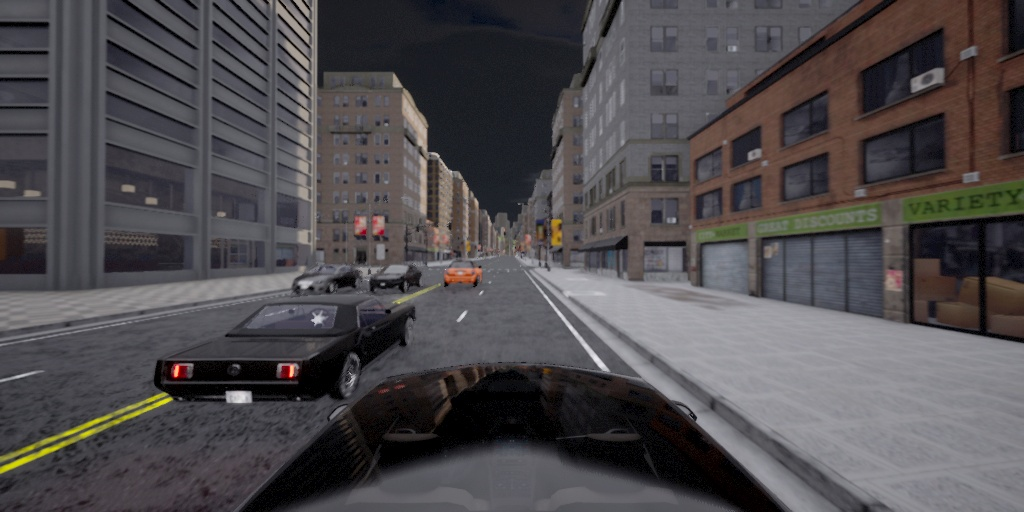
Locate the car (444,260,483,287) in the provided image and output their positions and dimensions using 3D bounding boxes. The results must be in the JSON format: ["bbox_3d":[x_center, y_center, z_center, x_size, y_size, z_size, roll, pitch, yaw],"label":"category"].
[{"bbox_3d":[-3.154,1.045,23.960,2.097,1.767,4.553,0,0,0],"label":"car"}]

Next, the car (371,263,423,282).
[{"bbox_3d":[-6.571,1.179,20.795,1.882,1.535,5.008,0,0,0],"label":"car"}]

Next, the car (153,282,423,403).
[{"bbox_3d":[-3.150,1.340,6.365,1.895,1.301,4.718,0,0,0],"label":"car"}]

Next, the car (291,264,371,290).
[{"bbox_3d":[-9.827,1.198,19.456,2.128,1.511,4.902,0,0,0],"label":"car"}]
